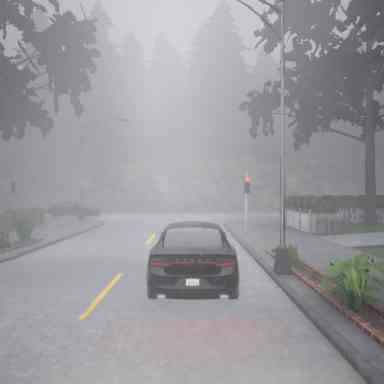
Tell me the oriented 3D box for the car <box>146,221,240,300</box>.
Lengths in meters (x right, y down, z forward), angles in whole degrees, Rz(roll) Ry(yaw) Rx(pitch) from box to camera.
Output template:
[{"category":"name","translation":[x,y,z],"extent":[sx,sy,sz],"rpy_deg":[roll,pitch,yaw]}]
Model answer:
[{"category":"car","translation":[0.040,1.478,8.481],"extent":[1.882,1.535,5.008],"rpy_deg":[0,0,1]}]

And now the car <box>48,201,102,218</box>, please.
[{"category":"car","translation":[-10.485,1.525,29.811],"extent":[4.674,1.442,1.812],"rpy_deg":[0,0,6]}]
